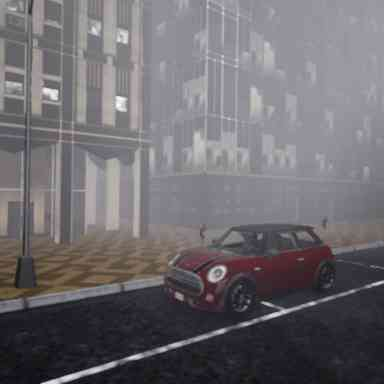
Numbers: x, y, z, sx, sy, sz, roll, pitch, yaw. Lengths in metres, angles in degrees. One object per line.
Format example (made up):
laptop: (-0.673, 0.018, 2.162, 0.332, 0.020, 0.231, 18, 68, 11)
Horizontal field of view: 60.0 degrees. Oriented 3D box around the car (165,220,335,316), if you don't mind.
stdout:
car: (1.386, 1.491, 7.538, 4.097, 1.590, 1.967, 1, 0, -35)
